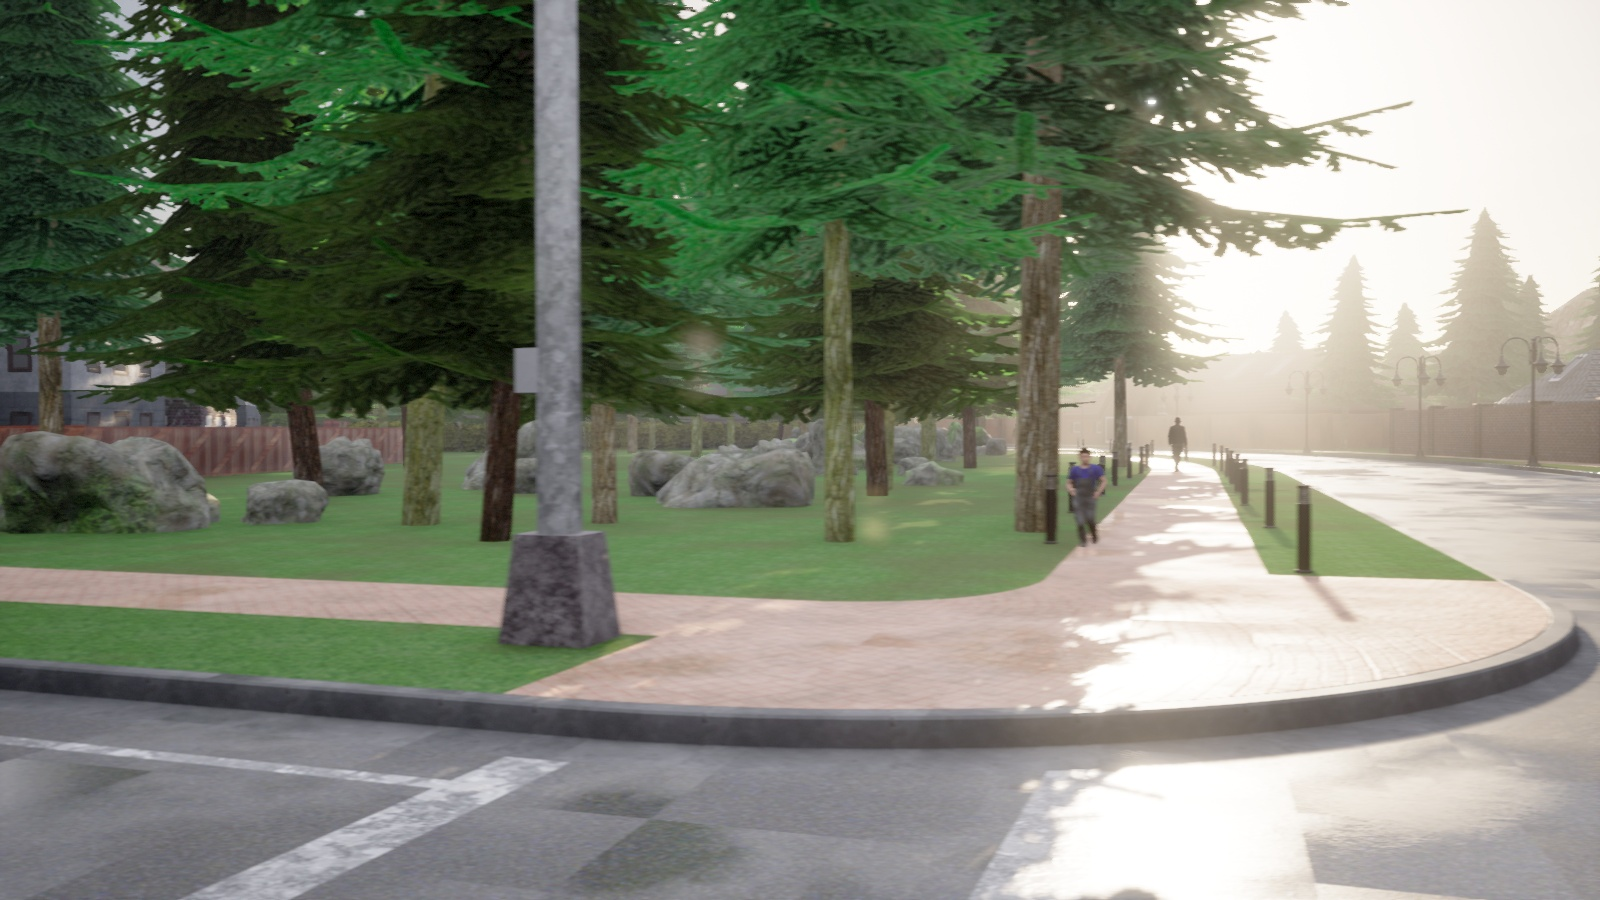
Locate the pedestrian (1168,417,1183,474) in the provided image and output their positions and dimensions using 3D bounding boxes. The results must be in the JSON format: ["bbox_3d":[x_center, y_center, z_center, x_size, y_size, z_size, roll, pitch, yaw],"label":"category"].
[{"bbox_3d":[12.335,-0.147,41.298,0.431,1.840,0.703,0,1,15],"label":"pedestrian"}]

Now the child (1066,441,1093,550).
[{"bbox_3d":[3.302,0.523,14.808,0.270,1.263,0.437,1,1,17],"label":"child"}]
